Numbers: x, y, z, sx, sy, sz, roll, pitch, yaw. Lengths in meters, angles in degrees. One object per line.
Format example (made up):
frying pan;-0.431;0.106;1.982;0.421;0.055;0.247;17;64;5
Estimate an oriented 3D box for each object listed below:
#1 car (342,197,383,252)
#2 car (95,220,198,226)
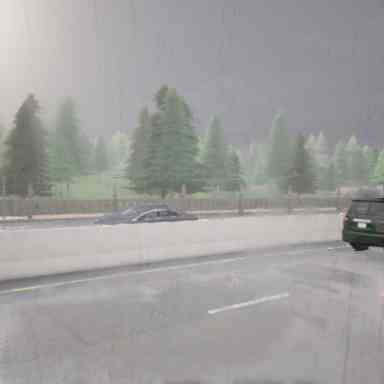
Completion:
car;8.075;1.210;12.337;5.566;2.045;2.150;0;0;-27
car;-1.972;1.443;14.937;4.902;1.511;2.128;0;0;-31
